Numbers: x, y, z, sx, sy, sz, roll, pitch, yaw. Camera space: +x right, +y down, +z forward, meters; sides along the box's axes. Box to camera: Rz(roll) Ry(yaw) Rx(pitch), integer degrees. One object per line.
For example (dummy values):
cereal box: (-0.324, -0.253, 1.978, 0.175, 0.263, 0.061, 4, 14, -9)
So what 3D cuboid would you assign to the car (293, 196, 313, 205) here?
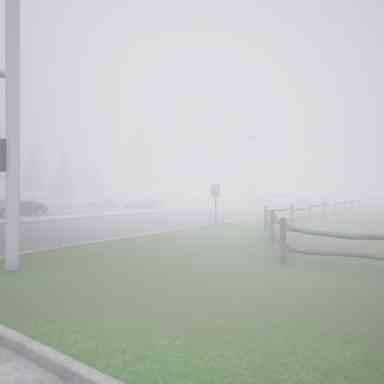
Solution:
car: (19.662, 1.478, 58.651, 1.882, 1.535, 5.008, 0, 0, 36)

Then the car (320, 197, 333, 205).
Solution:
car: (22.480, 1.547, 56.575, 2.033, 1.411, 5.357, 0, 0, 36)

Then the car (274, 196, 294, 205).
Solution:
car: (16.844, 1.478, 60.727, 1.882, 1.535, 5.008, 0, 0, 36)

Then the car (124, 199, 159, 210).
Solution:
car: (-6.572, 1.564, 41.738, 1.994, 1.385, 4.181, 0, 0, 35)

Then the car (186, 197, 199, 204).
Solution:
car: (0.671, 1.565, 64.044, 1.994, 1.385, 4.181, 0, 0, 36)

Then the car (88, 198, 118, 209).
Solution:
car: (-12.212, 1.564, 45.888, 1.994, 1.385, 4.181, 0, 0, 35)

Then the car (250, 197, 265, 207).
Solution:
car: (10.880, 1.492, 52.413, 2.128, 1.511, 4.902, 0, 0, 36)

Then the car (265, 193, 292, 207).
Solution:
car: (13.554, 1.221, 50.132, 2.150, 2.045, 5.566, 0, 0, 38)

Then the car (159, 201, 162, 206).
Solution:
car: (-6.444, 1.601, 48.038, 1.895, 1.301, 4.718, 0, 0, 35)

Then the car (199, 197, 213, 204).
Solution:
car: (3.857, 1.602, 62.472, 1.994, 1.385, 4.181, 0, 0, 36)

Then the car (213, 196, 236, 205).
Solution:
car: (6.313, 1.526, 59.902, 1.812, 1.442, 4.674, 0, 0, 36)

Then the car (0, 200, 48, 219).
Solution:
car: (-15.233, 1.503, 29.316, 1.837, 1.490, 4.892, 0, 1, 35)

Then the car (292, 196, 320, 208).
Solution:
car: (16.676, 1.564, 48.480, 1.994, 1.385, 4.181, 0, 0, 36)
